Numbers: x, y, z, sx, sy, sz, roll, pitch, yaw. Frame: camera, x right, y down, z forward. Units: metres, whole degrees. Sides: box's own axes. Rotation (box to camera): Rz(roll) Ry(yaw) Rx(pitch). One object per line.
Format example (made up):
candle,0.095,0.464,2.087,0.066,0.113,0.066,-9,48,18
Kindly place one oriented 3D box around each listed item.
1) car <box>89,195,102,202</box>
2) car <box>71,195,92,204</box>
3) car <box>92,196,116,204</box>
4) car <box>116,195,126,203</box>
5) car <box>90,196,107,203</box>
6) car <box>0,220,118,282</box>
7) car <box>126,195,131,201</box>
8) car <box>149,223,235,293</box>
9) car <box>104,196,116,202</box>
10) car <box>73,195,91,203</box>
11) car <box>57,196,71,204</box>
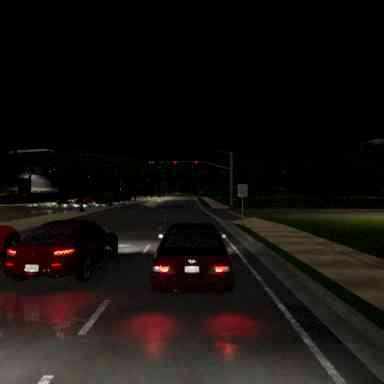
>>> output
car,-23.278,1.550,80.501,1.994,1.385,4.181,0,0,0
car,-19.829,1.350,61.073,2.097,1.767,4.553,0,0,0
car,-16.325,1.546,61.842,2.033,1.411,5.357,0,0,1
car,-16.279,1.538,71.902,2.033,1.411,5.357,0,0,0
car,-19.779,1.538,70.485,2.033,1.411,5.357,0,0,0
car,-3.497,1.525,9.682,1.812,1.442,4.674,0,0,1
car,-16.278,1.498,82.081,1.837,1.490,4.892,0,0,0
car,0.006,1.547,8.972,2.033,1.411,5.357,0,0,0
car,-19.778,1.593,80.442,1.895,1.301,4.718,0,0,0
car,-23.279,1.523,70.741,2.128,1.511,4.902,0,0,0
car,-23.317,1.503,61.615,1.837,1.490,4.892,0,0,1
